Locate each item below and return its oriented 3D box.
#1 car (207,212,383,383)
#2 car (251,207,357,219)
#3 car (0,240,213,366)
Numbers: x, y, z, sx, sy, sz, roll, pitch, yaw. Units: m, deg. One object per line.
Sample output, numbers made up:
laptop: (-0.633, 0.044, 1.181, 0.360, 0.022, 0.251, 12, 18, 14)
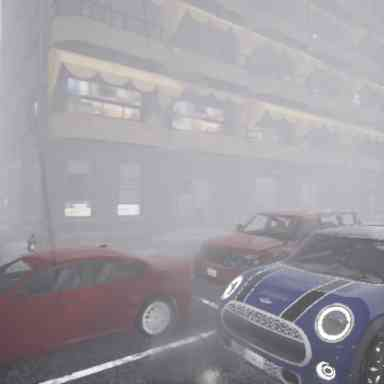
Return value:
car: (2.580, 1.373, 5.199, 4.553, 1.767, 2.097, 0, 0, -35)
car: (2.461, 1.344, 8.298, 5.009, 1.841, 2.192, 0, 1, -35)
car: (-2.074, 1.551, 5.067, 4.507, 1.381, 1.887, 0, 1, -35)
